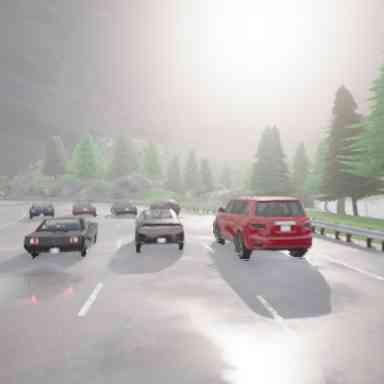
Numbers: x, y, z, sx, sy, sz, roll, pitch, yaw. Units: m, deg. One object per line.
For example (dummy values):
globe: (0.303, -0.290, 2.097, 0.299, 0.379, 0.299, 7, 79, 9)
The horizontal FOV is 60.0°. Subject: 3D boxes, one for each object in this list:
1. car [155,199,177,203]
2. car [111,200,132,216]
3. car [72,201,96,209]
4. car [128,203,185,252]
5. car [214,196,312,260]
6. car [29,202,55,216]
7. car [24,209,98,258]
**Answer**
car: (-2.541, 1.391, 30.865, 1.837, 1.490, 4.892, 0, 0, -21)
car: (-6.412, 1.468, 31.175, 1.994, 1.385, 4.181, 0, 0, -21)
car: (-10.076, 1.486, 30.957, 1.994, 1.385, 4.181, 0, 0, -22)
car: (-1.441, 1.442, 13.827, 2.128, 1.511, 4.902, 0, 0, -9)
car: (2.357, 1.159, 12.472, 2.150, 2.045, 5.566, 0, 0, -9)
car: (-12.863, 1.546, 28.717, 1.895, 1.301, 4.718, 0, 0, -22)
car: (-4.754, 1.571, 12.812, 1.895, 1.301, 4.718, 0, 0, -10)
